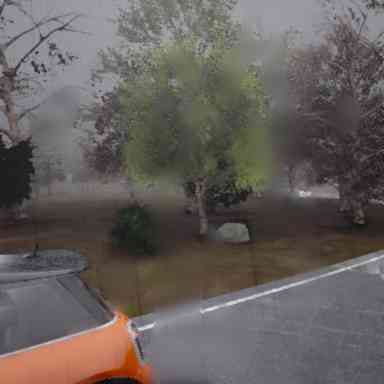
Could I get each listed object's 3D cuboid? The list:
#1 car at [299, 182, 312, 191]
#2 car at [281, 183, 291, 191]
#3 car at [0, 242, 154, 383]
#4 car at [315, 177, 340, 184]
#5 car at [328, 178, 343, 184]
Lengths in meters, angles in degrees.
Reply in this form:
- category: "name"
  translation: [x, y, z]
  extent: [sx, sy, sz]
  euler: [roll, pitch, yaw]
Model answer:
- category: "car"
  translation: [20.398, -0.996, 60.133]
  extent: [2.128, 1.511, 4.902]
  euler: [-4, 3, 14]
- category: "car"
  translation: [18.655, -1.055, 65.013]
  extent: [1.994, 1.385, 4.181]
  euler: [-3, 3, 25]
- category: "car"
  translation: [-2.587, 1.360, 2.258]
  extent: [4.553, 1.767, 2.097]
  euler: [0, 0, -36]
- category: "car"
  translation: [31.172, -2.635, 76.342]
  extent: [5.357, 1.411, 2.033]
  euler: [-5, 3, -20]
- category: "car"
  translation: [32.096, -2.559, 73.224]
  extent: [4.902, 1.511, 2.128]
  euler: [-5, 3, -20]
